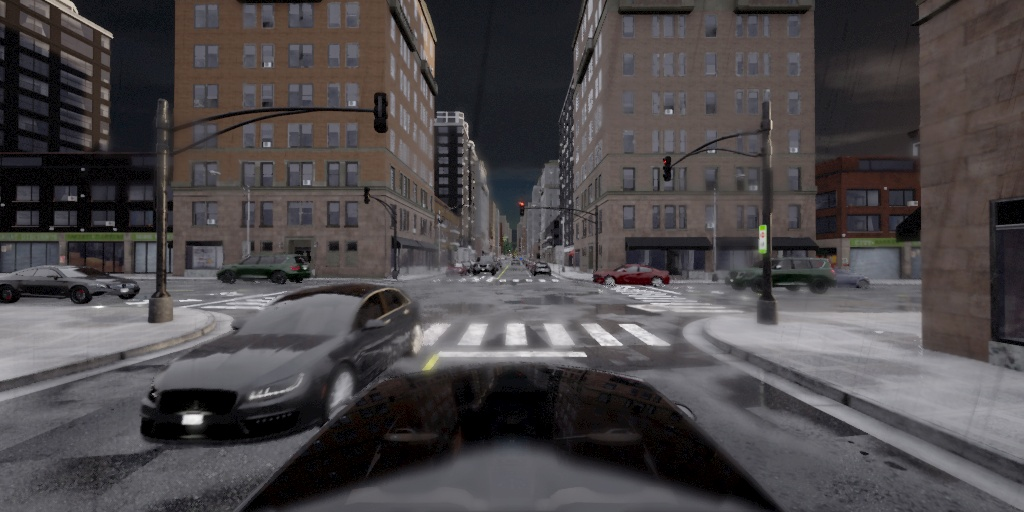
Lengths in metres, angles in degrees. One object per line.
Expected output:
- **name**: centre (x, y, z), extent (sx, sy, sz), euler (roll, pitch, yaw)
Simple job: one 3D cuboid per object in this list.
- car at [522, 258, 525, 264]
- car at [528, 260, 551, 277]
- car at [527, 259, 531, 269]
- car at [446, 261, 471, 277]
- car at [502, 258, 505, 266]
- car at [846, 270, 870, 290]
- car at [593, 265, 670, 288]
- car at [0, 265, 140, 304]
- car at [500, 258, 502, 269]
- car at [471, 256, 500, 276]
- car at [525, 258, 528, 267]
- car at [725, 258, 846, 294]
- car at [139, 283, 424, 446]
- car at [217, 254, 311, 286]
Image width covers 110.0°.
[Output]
- **car**: centre (3.298, 1.316, 63.849), extent (1.948, 1.339, 4.313), euler (0, 0, 1)
- **car**: centre (2.962, 1.319, 36.197), extent (1.948, 1.339, 4.313), euler (0, 0, 1)
- **car**: centre (3.029, 1.298, 41.728), extent (1.888, 1.381, 4.507), euler (0, 0, 1)
- **car**: centre (-5.563, 1.336, 36.297), extent (1.802, 1.307, 4.207), euler (0, 0, 1)
- **car**: centre (-2.529, 1.353, 58.148), extent (1.895, 1.301, 4.718), euler (0, 0, 1)
- **car**: centre (21.382, 1.517, 24.187), extent (4.181, 1.385, 1.994), euler (0, -1, 0)
- **car**: centre (8.016, 1.323, 24.274), extent (5.008, 1.535, 1.882), euler (1, -1, 0)
- **car**: centre (-17.929, 1.106, 14.483), extent (4.674, 1.442, 1.812), euler (0, -1, 1)
- **car**: centre (-2.665, 1.258, 47.892), extent (1.837, 1.490, 4.892), euler (0, 0, 1)
- **car**: centre (-2.787, 0.976, 37.804), extent (2.150, 2.045, 5.566), euler (0, 0, 1)
- **car**: centre (3.096, 1.303, 47.258), extent (2.007, 1.370, 4.403), euler (0, 0, 1)
- **car**: centre (15.618, 1.105, 20.978), extent (5.566, 2.045, 2.150), euler (0, -1, 0)
- **car**: centre (-2.835, 1.256, 5.727), extent (1.837, 1.490, 4.892), euler (-1, 0, 2)
- **car**: centre (-16.735, 0.910, 24.424), extent (5.566, 2.045, 2.150), euler (0, -1, 0)
